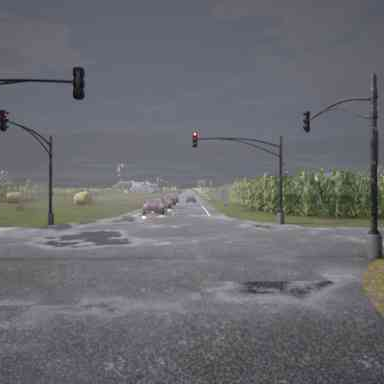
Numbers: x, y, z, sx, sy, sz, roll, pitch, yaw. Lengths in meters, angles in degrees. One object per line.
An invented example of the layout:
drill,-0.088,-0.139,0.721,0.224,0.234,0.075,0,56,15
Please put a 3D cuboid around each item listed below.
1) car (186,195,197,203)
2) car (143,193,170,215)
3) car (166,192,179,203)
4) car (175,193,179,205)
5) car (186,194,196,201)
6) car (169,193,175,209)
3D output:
car,-0.125,1.399,66.117,1.837,1.490,4.892,0,0,0
car,-3.720,1.320,33.886,2.097,1.767,4.553,0,0,0
car,-3.715,1.121,65.209,2.150,2.045,5.566,0,0,0
car,-3.734,1.149,54.195,2.150,2.045,5.566,0,0,0
car,-0.204,1.317,76.421,2.128,1.511,4.902,0,0,0
car,-3.716,1.303,43.983,2.097,1.767,4.553,0,0,0
